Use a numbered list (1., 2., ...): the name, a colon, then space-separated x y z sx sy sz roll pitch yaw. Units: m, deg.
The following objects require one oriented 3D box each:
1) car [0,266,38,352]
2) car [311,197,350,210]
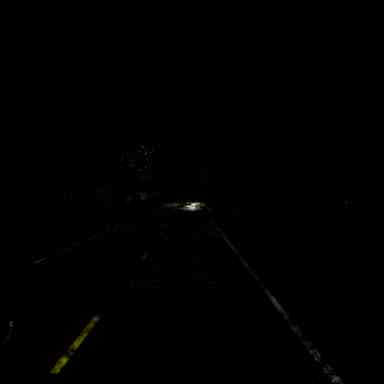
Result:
1. car: -3.600 1.584 3.485 2.033 1.411 5.357 0 -1 0
2. car: 18.305 1.458 43.980 4.553 1.767 2.097 -1 -1 0
